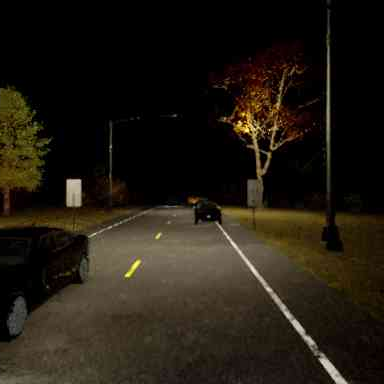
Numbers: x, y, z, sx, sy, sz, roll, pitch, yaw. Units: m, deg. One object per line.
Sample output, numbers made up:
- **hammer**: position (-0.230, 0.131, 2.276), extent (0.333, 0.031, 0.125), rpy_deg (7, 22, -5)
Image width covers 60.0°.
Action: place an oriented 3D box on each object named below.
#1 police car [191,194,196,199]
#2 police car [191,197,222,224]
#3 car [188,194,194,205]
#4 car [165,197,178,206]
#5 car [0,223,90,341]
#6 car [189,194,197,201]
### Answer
- **police car**: position (1.176, 1.411, 40.593), extent (1.930, 1.638, 5.238), rpy_deg (0, 0, 0)
- **police car**: position (1.112, 1.419, 24.599), extent (1.930, 1.638, 5.238), rpy_deg (0, 0, 0)
- **car**: position (0.218, 1.452, 59.699), extent (1.882, 1.535, 5.008), rpy_deg (0, 0, 0)
- **car**: position (-3.361, 1.525, 54.766), extent (2.033, 1.411, 5.357), rpy_deg (0, 0, 1)
- **car**: position (-3.583, 1.477, 6.692), extent (1.882, 1.535, 5.008), rpy_deg (0, 0, 0)
- **car**: position (0.320, 1.339, 80.636), extent (1.837, 1.490, 4.892), rpy_deg (0, 0, 0)
